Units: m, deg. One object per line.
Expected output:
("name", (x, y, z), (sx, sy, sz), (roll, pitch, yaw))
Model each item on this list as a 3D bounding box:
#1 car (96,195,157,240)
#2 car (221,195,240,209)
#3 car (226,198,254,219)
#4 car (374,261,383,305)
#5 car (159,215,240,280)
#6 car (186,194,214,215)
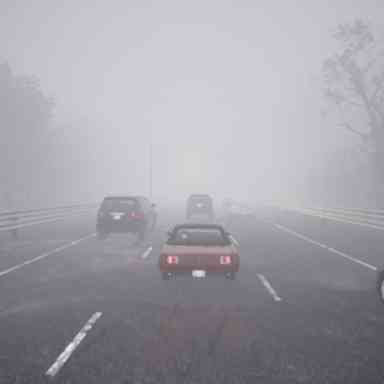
("car", (-3.171, 1.179, 17.015), (2.150, 2.045, 5.566), (0, 0, 1))
("car", (4.803, 1.469, 43.248), (2.033, 1.411, 5.357), (0, 0, 4))
("car", (4.116, 1.469, 28.218), (1.812, 1.442, 4.674), (0, 0, 3))
("car", (4.568, 1.499, 4.734), (1.837, 1.490, 4.892), (0, 0, 0))
("car", (0.192, 1.578, 9.849), (1.895, 1.301, 4.718), (0, 0, 1))
("car", (0.682, 1.160, 28.329), (2.150, 2.045, 5.566), (0, 0, 2))
